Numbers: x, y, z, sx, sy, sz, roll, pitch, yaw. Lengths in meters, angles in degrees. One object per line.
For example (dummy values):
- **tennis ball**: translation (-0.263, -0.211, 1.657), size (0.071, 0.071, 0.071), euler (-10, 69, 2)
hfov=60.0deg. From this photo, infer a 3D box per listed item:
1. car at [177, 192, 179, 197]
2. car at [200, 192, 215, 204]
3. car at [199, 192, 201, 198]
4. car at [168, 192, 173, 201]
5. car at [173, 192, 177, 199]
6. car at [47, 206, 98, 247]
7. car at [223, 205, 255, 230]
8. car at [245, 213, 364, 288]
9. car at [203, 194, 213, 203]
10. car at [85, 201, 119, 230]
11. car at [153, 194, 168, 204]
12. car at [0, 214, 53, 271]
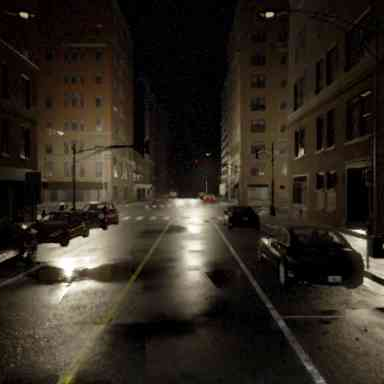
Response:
- **car**: translation (-5.525, 0.872, 94.808), size (2.192, 1.841, 5.009), euler (0, 0, 0)
- **car**: translation (2.915, 1.124, 56.932), size (1.967, 1.590, 4.097), euler (0, 0, 0)
- **car**: translation (2.940, 1.188, 67.750), size (2.008, 1.369, 4.403), euler (0, 0, 0)
- **car**: translation (-5.584, 1.188, 67.766), size (2.008, 1.369, 4.403), euler (0, 0, 0)
- **car**: translation (-5.549, 1.109, 83.822), size (1.752, 1.417, 4.829), euler (0, 0, 0)
- **car**: translation (-5.663, 1.493, 14.346), size (1.802, 1.307, 4.206), euler (0, 0, 0)
- **car**: translation (2.865, 1.443, 19.843), size (1.947, 1.339, 4.313), euler (0, 0, 0)
- **car**: translation (2.860, 1.495, 8.841), size (2.008, 1.369, 4.403), euler (0, 0, 0)
- **car**: translation (2.928, 1.184, 62.512), size (1.752, 1.417, 4.829), euler (0, 0, 0)
- **car**: translation (-5.661, 1.318, 19.846), size (1.967, 1.590, 4.097), euler (0, 0, 0)
- **car**: translation (-5.609, 1.266, 56.950), size (1.802, 1.307, 4.206), euler (0, 0, 0)
- **car**: translation (-5.665, 1.511, 8.844), size (1.947, 1.339, 4.313), euler (0, 0, 0)
